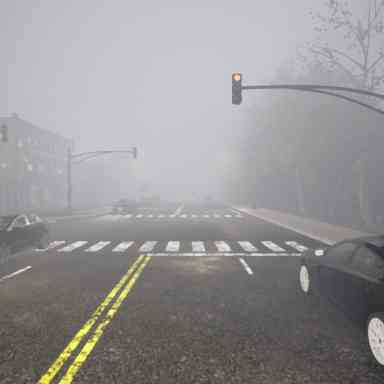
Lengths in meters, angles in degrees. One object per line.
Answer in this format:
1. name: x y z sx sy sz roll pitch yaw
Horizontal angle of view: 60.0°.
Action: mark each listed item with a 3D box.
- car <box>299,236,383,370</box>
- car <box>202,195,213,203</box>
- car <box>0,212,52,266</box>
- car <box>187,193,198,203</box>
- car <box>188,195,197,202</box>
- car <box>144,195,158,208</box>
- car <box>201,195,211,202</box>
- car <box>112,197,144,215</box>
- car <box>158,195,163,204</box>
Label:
1. car: 3.345 1.477 5.649 1.882 1.535 5.008 0 0 1
2. car: 3.389 1.480 68.974 1.837 1.490 4.892 0 0 0
3. car: -6.595 1.490 11.556 2.128 1.511 4.902 0 0 0
4. car: 0.136 1.196 68.642 2.150 2.045 5.566 0 0 0
5. car: 0.043 1.509 79.285 2.033 1.411 5.357 0 0 0
6. car: -6.570 1.462 48.545 1.882 1.535 5.008 0 0 0
7. car: 3.293 1.494 79.164 2.128 1.511 4.902 0 0 0
8. car: -6.779 1.482 34.286 2.128 1.511 4.902 0 0 3
9. car: -6.534 1.330 60.893 2.097 1.767 4.553 0 0 0
